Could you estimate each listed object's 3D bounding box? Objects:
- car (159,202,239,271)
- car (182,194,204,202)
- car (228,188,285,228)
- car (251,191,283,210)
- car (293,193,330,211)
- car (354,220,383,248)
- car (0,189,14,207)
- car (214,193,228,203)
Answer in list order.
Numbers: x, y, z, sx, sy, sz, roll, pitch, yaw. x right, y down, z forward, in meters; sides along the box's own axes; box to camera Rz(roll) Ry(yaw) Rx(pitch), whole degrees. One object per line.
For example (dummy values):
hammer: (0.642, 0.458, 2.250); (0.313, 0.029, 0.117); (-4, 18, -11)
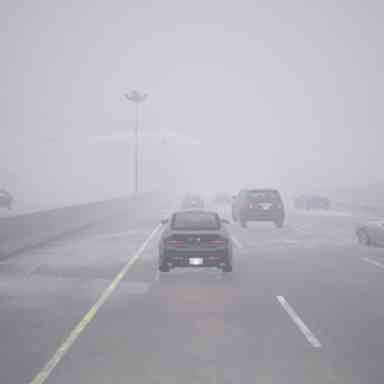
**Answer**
car: (0.092, 1.279, 10.021); (1.837, 1.490, 4.892); (0, 1, 0)
car: (0.073, 0.866, 31.365); (1.994, 1.385, 4.181); (0, 1, 0)
car: (3.585, 0.801, 18.819); (2.150, 2.045, 5.566); (0, 1, 0)
car: (7.074, 0.770, 31.806); (1.882, 1.535, 5.008); (0, 1, 0)
car: (10.576, 0.816, 29.731); (1.882, 1.535, 5.008); (0, 1, 0)
car: (7.092, 1.365, 10.505); (1.895, 1.301, 4.718); (0, 1, 0)
car: (-14.018, 0.469, 22.448); (2.097, 1.767, 4.553); (0, 1, 0)
car: (3.567, 0.741, 38.700); (1.895, 1.301, 4.718); (0, 1, 0)
